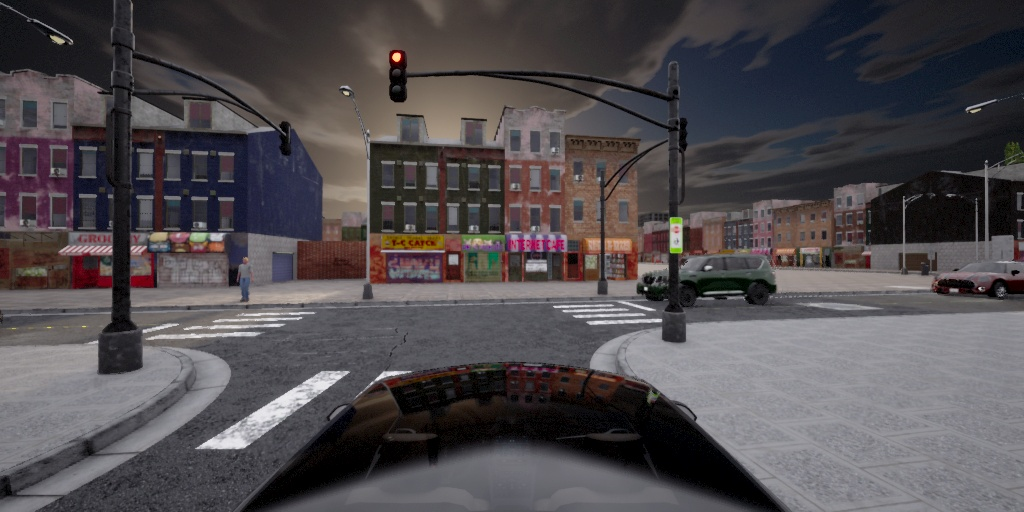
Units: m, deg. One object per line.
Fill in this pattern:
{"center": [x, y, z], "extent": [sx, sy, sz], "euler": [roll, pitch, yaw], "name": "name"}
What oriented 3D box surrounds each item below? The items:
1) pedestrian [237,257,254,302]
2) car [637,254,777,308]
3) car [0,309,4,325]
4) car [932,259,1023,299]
{"center": [-11.107, 0.945, 14.948], "extent": [0.375, 1.860, 0.375], "euler": [0, 0, -9], "name": "pedestrian"}
{"center": [8.077, 0.955, 14.925], "extent": [5.566, 2.045, 2.150], "euler": [0, 0, -11], "name": "car"}
{"center": [-15.411, 1.277, 8.354], "extent": [4.902, 1.511, 2.128], "euler": [0, 0, -8], "name": "car"}
{"center": [23.203, 1.046, 17.363], "extent": [4.553, 1.767, 2.097], "euler": [0, 0, -9], "name": "car"}
